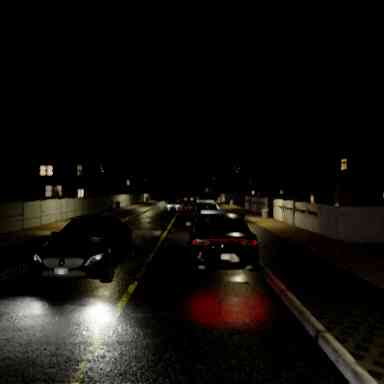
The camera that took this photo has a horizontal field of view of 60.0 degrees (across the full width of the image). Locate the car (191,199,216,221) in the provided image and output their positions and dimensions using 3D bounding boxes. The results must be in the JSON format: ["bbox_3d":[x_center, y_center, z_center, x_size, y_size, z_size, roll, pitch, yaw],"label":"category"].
[{"bbox_3d":[0.818,1.327,26.549,1.837,1.490,4.892,0,0,0],"label":"car"}]

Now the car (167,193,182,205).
[{"bbox_3d":[-2.852,1.246,51.510,2.033,1.411,5.357,0,0,0],"label":"car"}]

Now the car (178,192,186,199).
[{"bbox_3d":[-2.774,0.968,94.597,2.097,1.767,4.553,0,0,0],"label":"car"}]

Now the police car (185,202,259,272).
[{"bbox_3d":[0.823,1.347,10.656,1.930,1.638,5.238,0,0,0],"label":"police car"}]

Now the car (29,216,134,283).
[{"bbox_3d":[-2.852,1.454,9.584,1.812,1.442,4.674,0,0,0],"label":"car"}]

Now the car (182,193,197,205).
[{"bbox_3d":[0.012,1.067,47.697,2.097,1.767,4.553,0,0,0],"label":"car"}]

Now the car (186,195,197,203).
[{"bbox_3d":[-0.016,1.224,61.969,1.994,1.385,4.181,0,0,0],"label":"car"}]

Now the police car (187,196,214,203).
[{"bbox_3d":[0.820,1.283,20.658,1.930,1.638,5.238,0,0,0],"label":"police car"}]
